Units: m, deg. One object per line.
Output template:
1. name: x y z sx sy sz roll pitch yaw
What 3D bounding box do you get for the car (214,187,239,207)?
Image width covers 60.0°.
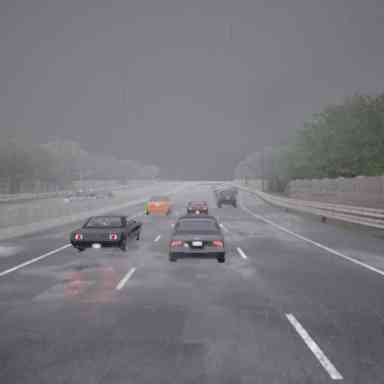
1. car: 4.266 0.779 41.368 2.150 2.045 5.566 0 1 2

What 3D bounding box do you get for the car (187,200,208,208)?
1. car: 0.539 1.400 30.806 1.895 1.301 4.718 0 1 2

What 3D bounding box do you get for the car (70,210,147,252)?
1. car: -3.298 1.588 13.830 1.895 1.301 4.718 0 0 1

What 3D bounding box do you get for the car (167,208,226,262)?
1. car: 0.179 1.541 12.152 2.033 1.411 5.357 0 0 1

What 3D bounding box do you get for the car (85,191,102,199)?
1. car: -19.194 0.522 65.022 1.895 1.301 4.718 0 2 3

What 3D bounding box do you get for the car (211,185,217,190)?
1. car: 6.370 -0.330 85.486 1.882 1.535 5.008 0 2 3

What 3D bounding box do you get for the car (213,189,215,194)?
1. car: 5.126 0.546 60.796 1.837 1.490 4.892 0 2 3

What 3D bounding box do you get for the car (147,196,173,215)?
1. car: -2.943 1.143 31.317 2.097 1.767 4.553 0 1 2

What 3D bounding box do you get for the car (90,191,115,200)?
1. car: -12.991 0.734 49.356 2.097 1.767 4.553 0 1 3

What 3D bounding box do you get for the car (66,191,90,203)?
1. car: -16.504 0.990 49.211 1.895 1.301 4.718 0 1 3

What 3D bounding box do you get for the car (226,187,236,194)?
1. car: 9.782 -0.436 83.651 2.097 1.767 4.553 0 2 3
